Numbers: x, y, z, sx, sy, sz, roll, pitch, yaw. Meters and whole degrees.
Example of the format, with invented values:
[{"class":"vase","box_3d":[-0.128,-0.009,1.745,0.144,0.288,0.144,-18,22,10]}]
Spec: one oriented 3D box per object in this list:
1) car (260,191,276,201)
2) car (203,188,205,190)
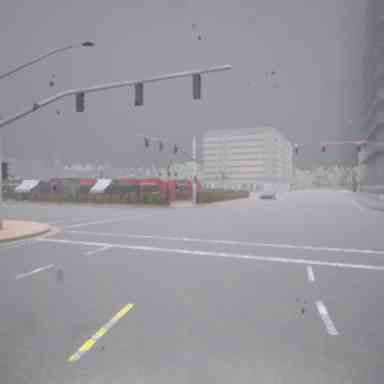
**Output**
[{"class":"car","box_3d":[12.288,0.579,53.738,1.882,1.535,5.008,0,1,23]},{"class":"car","box_3d":[1.109,-0.183,83.417,4.605,1.855,1.932,0,1,23]}]
